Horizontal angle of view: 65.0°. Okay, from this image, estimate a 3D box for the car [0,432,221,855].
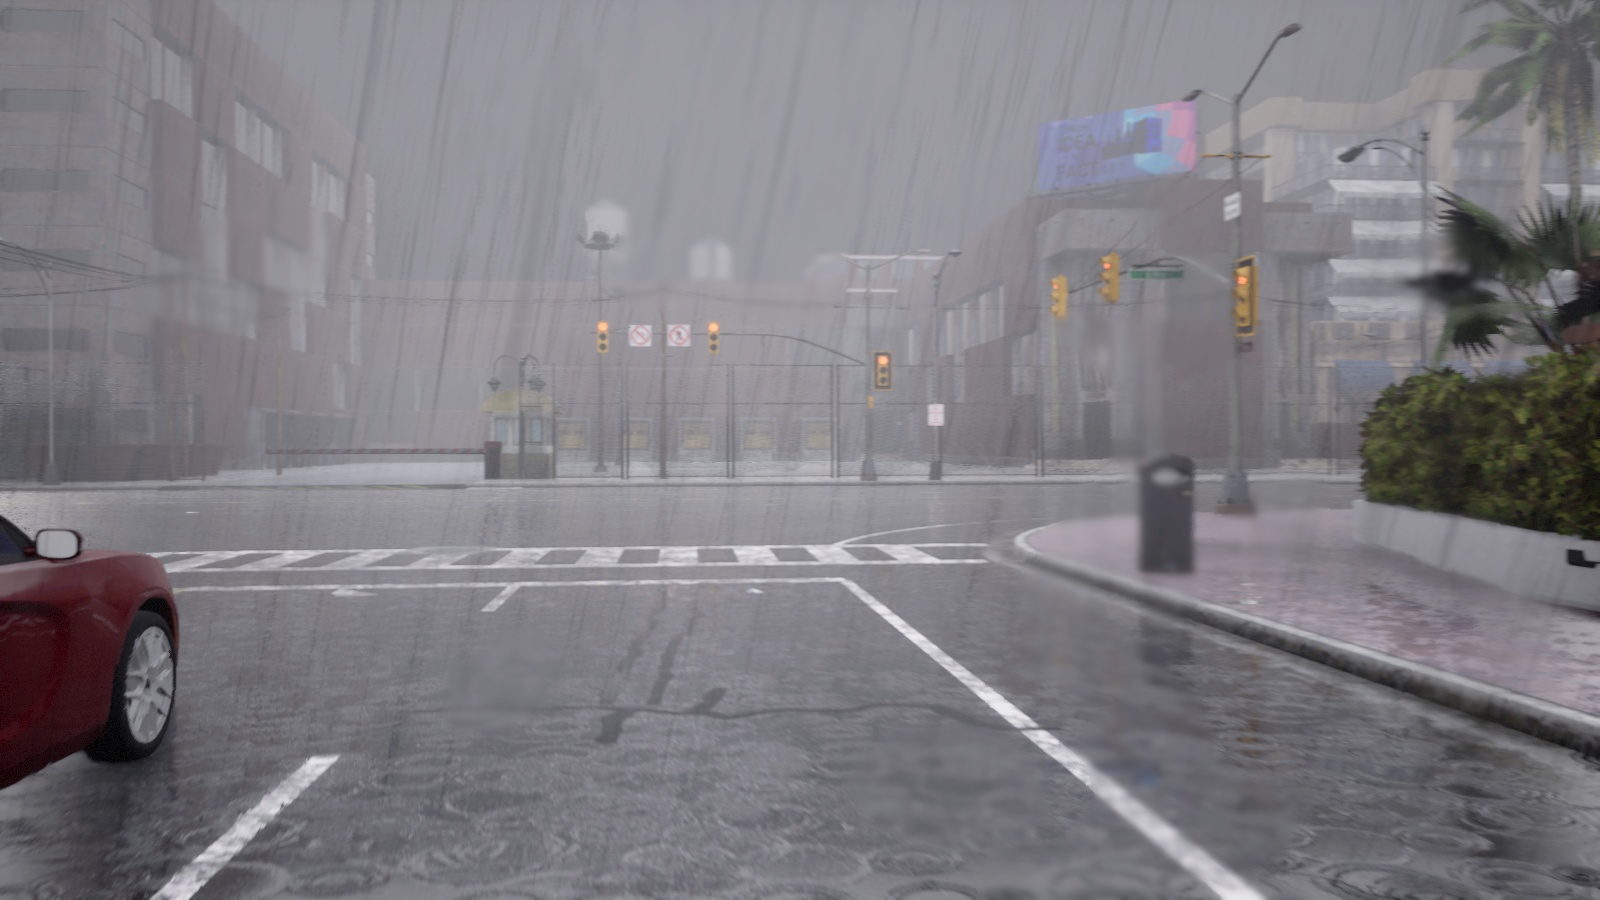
[{"bbox_3d":[-3.813,0.703,4.208,1.882,1.535,5.008,0,0,-6],"label":"car"}]
